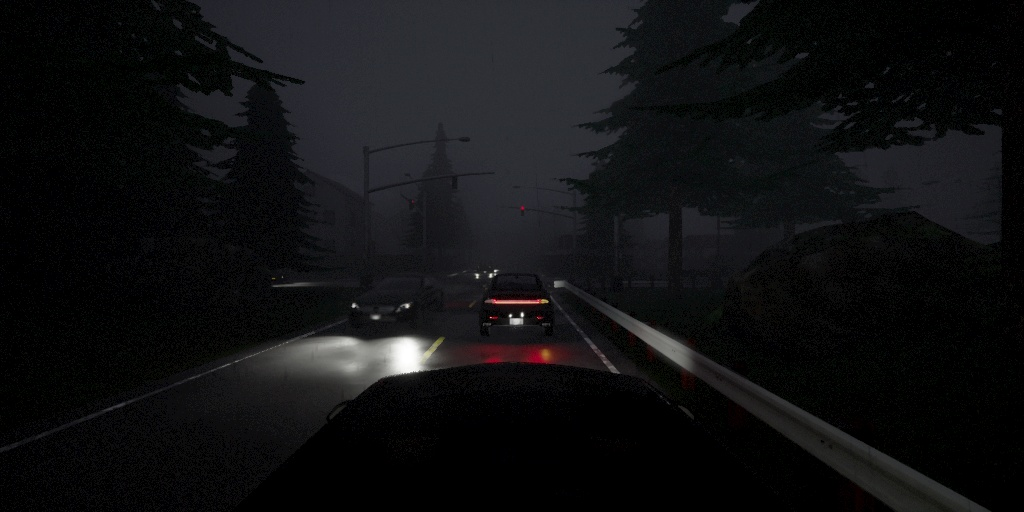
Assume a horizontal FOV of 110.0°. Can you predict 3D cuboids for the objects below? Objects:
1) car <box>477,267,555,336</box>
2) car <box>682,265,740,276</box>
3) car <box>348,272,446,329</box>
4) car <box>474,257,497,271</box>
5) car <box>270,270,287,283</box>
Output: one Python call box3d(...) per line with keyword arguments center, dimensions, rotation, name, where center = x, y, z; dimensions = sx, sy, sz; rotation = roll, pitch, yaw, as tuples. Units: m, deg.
box3d(center=(0.134, 1.242, 10.395), dimensions=(2.128, 1.511, 4.902), rotation=(0, 0, 1), name="car")
box3d(center=(15.550, 1.336, 28.461), dimensions=(4.718, 1.301, 1.895), rotation=(0, 0, 1), name="car")
box3d(center=(-3.372, 1.276, 11.420), dimensions=(1.812, 1.442, 4.674), rotation=(0, 0, 2), name="car")
box3d(center=(-3.224, 1.227, 44.079), dimensions=(1.882, 1.535, 5.008), rotation=(0, 0, 1), name="car")
box3d(center=(-18.605, 1.239, 25.329), dimensions=(4.892, 1.490, 1.837), rotation=(0, 0, 1), name="car")
